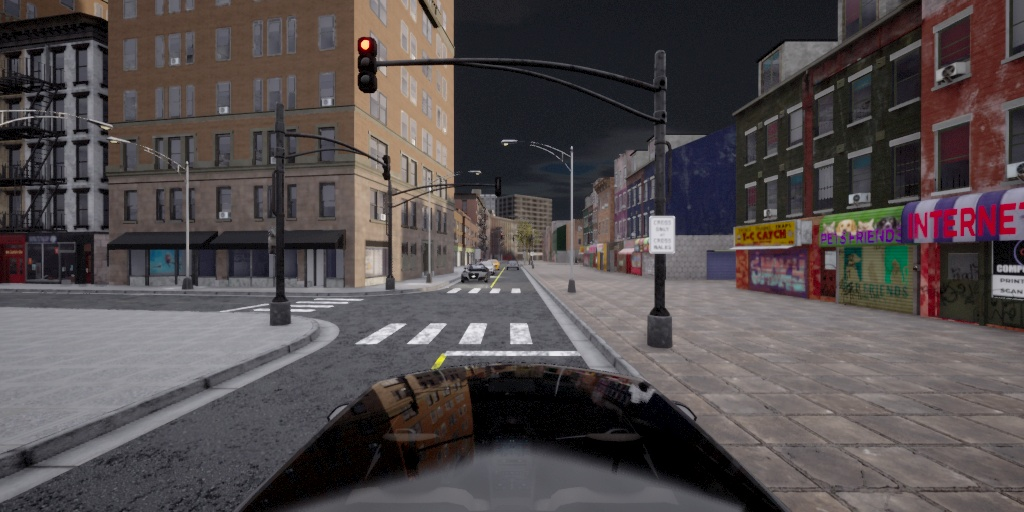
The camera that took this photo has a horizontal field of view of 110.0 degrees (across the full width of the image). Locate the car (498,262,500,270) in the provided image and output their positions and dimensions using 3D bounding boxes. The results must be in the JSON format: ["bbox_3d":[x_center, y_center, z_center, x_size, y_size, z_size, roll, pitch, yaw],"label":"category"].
[{"bbox_3d":[-2.742,1.239,49.871,1.882,1.535,5.008,0,0,0],"label":"car"}]

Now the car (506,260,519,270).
[{"bbox_3d":[0.102,1.310,52.801,2.033,1.411,5.357,0,0,0],"label":"car"}]

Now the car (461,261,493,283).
[{"bbox_3d":[-2.798,1.317,28.176,1.994,1.385,4.181,0,0,0],"label":"car"}]

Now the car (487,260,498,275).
[{"bbox_3d":[-2.778,1.282,38.086,1.812,1.442,4.674,0,0,0],"label":"car"}]
